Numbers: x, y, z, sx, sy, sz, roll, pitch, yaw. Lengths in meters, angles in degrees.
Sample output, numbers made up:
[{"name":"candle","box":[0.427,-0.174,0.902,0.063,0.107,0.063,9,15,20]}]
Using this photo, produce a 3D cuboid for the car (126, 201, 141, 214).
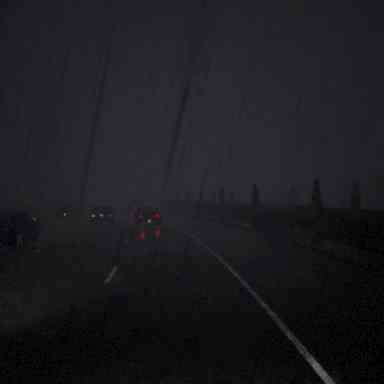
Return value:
[{"name":"car","box":[-7.095,1.897,41.271,1.837,1.490,4.892,0,0,-14]}]

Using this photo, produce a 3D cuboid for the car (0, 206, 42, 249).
[{"name":"car","box":[-8.414,1.635,15.235,1.882,1.535,5.008,0,-1,-9]}]

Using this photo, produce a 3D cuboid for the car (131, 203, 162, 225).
[{"name":"car","box":[-3.643,1.853,26.786,1.895,1.301,4.718,0,-1,-13]}]

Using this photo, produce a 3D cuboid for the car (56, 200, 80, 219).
[{"name":"car","box":[-12.337,1.833,33.146,1.837,1.490,4.892,0,-1,-13]}]

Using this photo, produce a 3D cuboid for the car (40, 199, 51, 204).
[{"name":"car","box":[-33.953,2.294,77.338,1.812,1.442,4.674,0,-1,-14]}]

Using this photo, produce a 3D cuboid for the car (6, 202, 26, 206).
[{"name":"car","box":[-21.542,1.941,40.662,1.812,1.442,4.674,0,-1,-13]}]

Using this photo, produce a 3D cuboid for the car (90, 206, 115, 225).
[{"name":"car","box":[-7.268,1.810,27.026,2.033,1.411,5.357,0,-1,-13]}]

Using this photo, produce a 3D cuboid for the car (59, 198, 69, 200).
[{"name":"car","box":[-31.466,2.140,81.934,2.128,1.511,4.902,0,-1,-14]}]
